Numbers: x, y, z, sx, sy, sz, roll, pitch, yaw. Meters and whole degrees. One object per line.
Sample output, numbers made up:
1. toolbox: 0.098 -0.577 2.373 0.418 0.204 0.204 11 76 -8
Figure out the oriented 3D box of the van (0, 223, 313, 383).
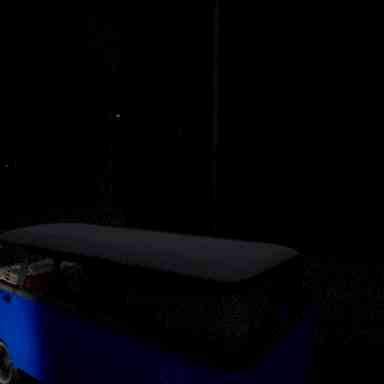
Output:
1. van: -0.766 1.313 3.619 3.998 1.788 1.690 1 0 35
